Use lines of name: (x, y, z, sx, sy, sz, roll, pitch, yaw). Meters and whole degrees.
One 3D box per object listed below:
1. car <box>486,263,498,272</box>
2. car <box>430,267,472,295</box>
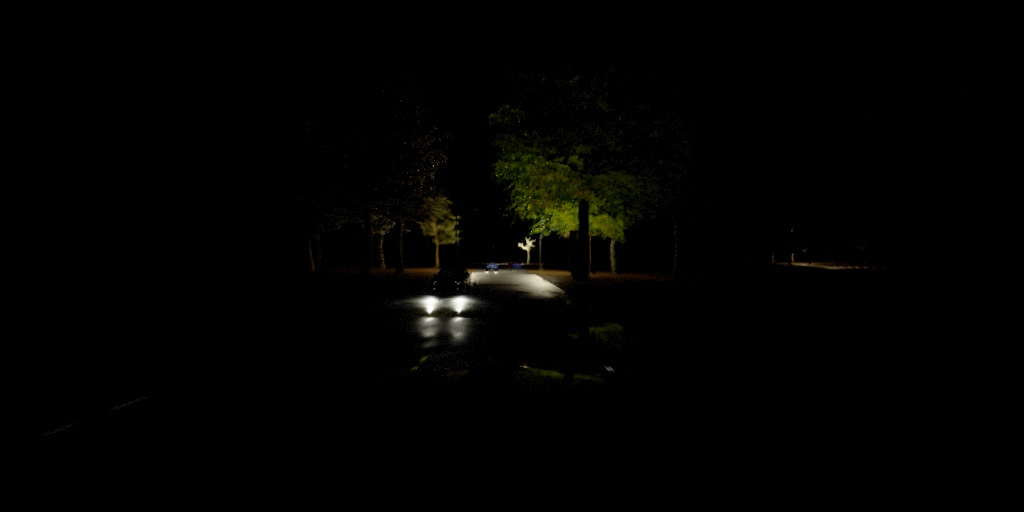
car: (-3.536, 1.933, 63.874, 1.882, 1.535, 5.008, 0, 0, 0)
car: (-3.599, 1.423, 21.773, 1.882, 1.535, 5.008, 0, -1, 0)
